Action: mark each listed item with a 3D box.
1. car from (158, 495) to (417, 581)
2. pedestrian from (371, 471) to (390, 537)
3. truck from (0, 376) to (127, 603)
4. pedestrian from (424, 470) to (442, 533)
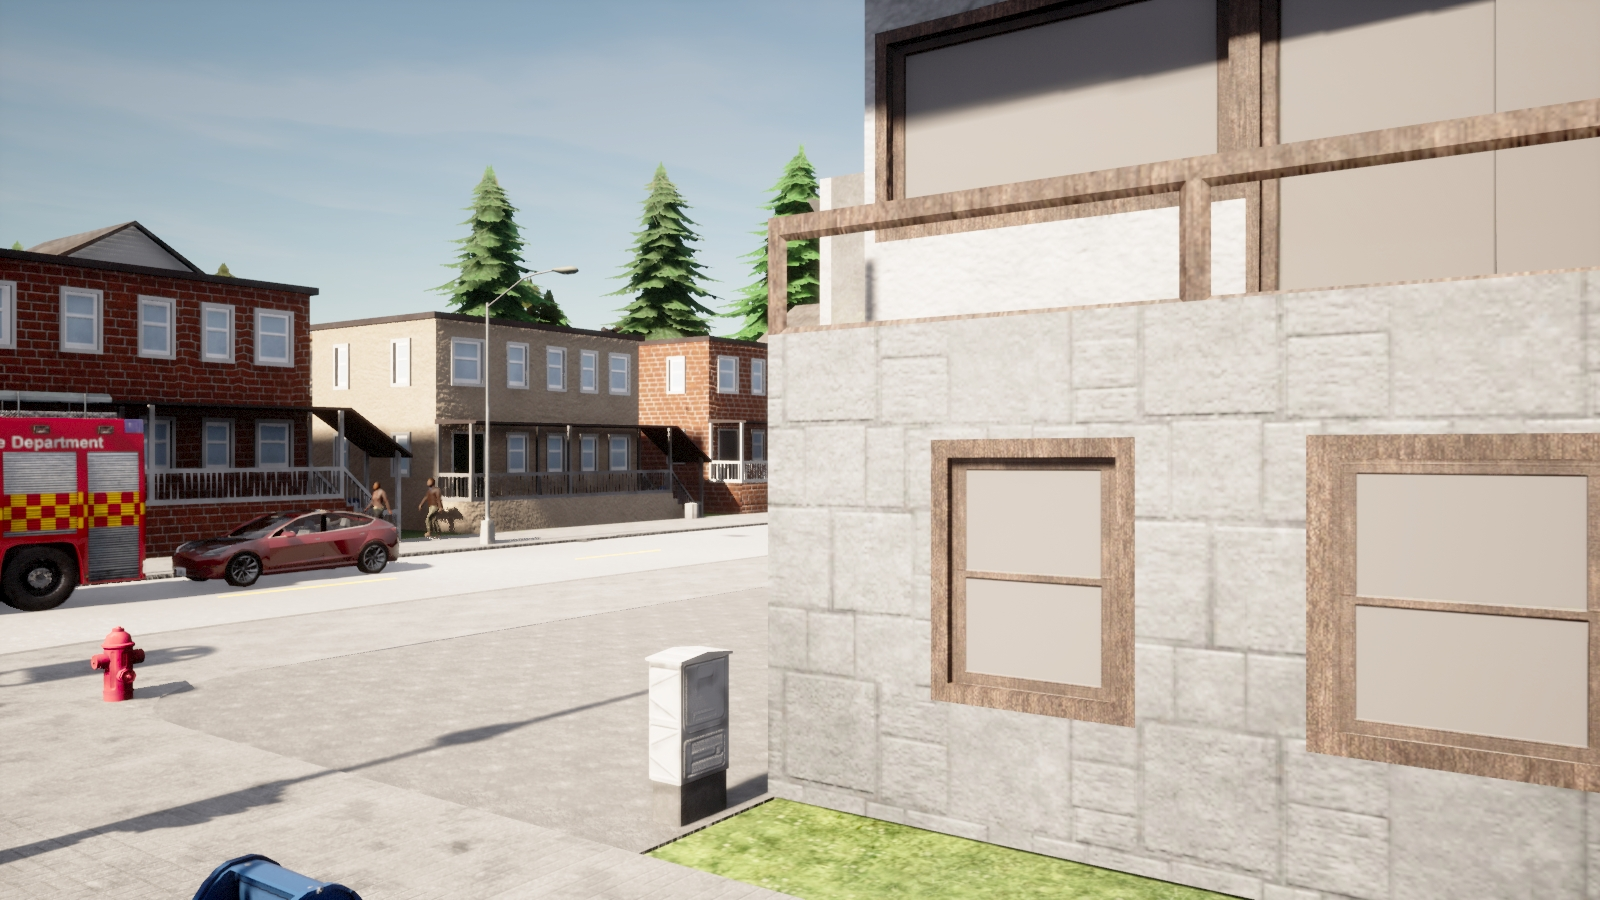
[{"bbox_3d":[-11.152,1.843,25.200,2.163,1.488,4.792,0,0,35],"label":"car"},{"bbox_3d":[-11.996,1.524,32.666,0.375,1.860,0.375,0,0,34],"label":"pedestrian"},{"bbox_3d":[-16.049,0.669,18.417,2.891,3.827,8.468,0,0,39],"label":"truck"},{"bbox_3d":[-11.007,1.524,34.250,0.375,1.860,0.375,0,0,37],"label":"pedestrian"}]
